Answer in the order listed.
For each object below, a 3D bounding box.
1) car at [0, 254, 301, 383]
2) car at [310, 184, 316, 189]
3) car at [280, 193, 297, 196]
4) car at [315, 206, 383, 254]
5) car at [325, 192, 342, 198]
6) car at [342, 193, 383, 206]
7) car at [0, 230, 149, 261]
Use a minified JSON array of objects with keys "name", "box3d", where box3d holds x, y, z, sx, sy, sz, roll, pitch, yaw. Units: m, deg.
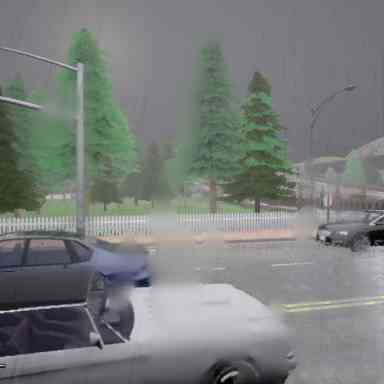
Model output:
[{"name":"car","box3d":[-1.287,1.601,3.723,4.718,1.301,1.895,0,0,-14]},{"name":"car","box3d":[25.944,-1.239,75.398,2.128,1.511,4.902,0,7,-16]},{"name":"car","box3d":[18.294,-0.033,63.555,1.994,1.385,4.181,0,7,-15]},{"name":"car","box3d":[7.368,1.491,13.292,4.902,1.511,2.128,0,0,-14]},{"name":"car","box3d":[23.842,0.783,56.528,1.994,1.385,4.181,0,5,-15]},{"name":"car","box3d":[21.215,1.184,39.900,2.150,2.045,5.566,0,1,-16]},{"name":"car","box3d":[-3.464,1.548,6.992,5.357,1.411,2.033,0,0,-14]}]
